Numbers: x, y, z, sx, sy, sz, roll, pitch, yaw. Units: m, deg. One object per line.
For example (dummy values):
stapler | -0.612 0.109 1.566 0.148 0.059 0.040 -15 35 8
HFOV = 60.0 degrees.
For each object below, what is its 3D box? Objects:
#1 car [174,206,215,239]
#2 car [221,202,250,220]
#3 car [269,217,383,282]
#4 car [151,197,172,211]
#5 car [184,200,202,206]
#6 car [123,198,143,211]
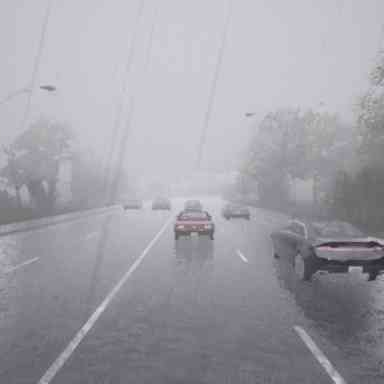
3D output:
car | 0.105 1.598 17.130 1.895 1.301 4.718 0 0 0
car | 3.609 1.559 28.105 1.994 1.385 4.181 0 0 0
car | 3.604 1.490 9.752 2.128 1.511 4.902 0 0 0
car | -3.575 1.345 39.449 2.097 1.767 4.553 0 0 0
car | 0.109 1.541 35.145 2.033 1.411 5.357 0 0 0
car | -7.074 1.497 40.295 1.837 1.490 4.892 0 0 0
